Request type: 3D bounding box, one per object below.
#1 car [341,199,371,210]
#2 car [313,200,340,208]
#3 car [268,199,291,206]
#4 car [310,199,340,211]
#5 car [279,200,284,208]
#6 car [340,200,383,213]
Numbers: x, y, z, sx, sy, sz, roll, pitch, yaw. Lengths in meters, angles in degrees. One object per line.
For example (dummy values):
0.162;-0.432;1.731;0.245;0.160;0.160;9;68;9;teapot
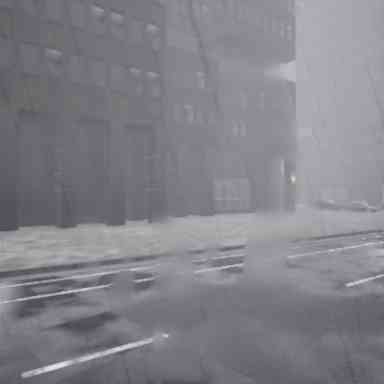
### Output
27.683;2.075;56.364;1.967;1.590;4.097;-1;0;-36;car
24.531;2.236;60.778;1.802;1.307;4.206;-1;0;-36;car
18.224;2.239;69.607;1.887;1.381;4.507;-1;0;-36;car
20.743;1.981;51.411;2.192;1.841;5.009;-1;0;-36;car
14.536;2.230;60.104;1.752;1.417;4.829;-1;0;-36;car
23.899;2.212;46.996;1.947;1.339;4.313;-1;0;-36;car
